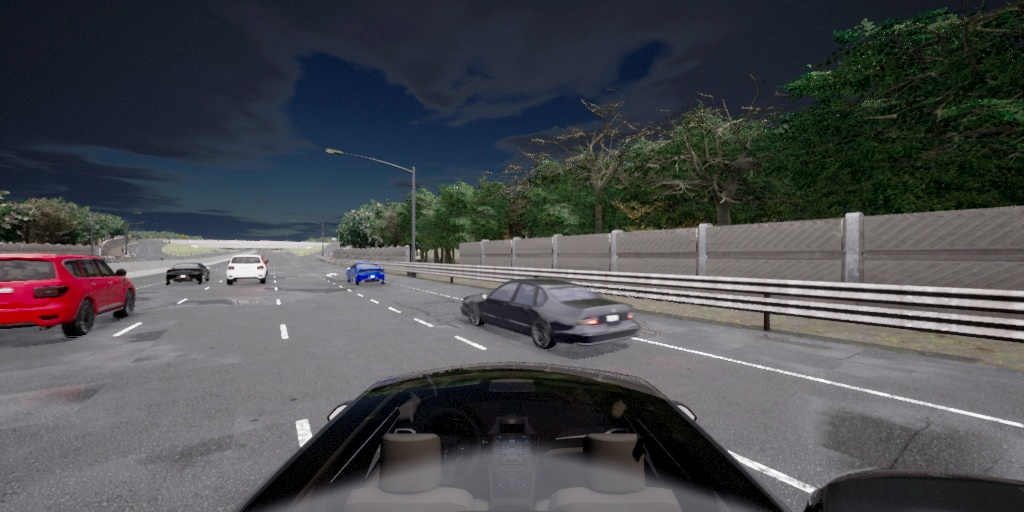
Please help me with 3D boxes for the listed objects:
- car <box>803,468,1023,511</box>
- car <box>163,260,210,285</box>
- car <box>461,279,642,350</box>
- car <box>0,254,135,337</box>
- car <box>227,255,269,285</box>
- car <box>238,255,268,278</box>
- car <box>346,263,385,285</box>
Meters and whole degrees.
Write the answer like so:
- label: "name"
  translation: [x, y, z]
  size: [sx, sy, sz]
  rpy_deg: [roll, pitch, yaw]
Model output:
- label: "car"
  translation: [2.986, 1.315, 0.431]
  size: [4.181, 1.385, 1.994]
  rpy_deg: [0, 0, 34]
- label: "car"
  translation: [-23.362, 1.204, 25.995]
  size: [1.882, 1.535, 5.008]
  rpy_deg: [0, 0, -34]
- label: "car"
  translation: [0.604, 1.294, 9.232]
  size: [2.033, 1.411, 5.357]
  rpy_deg: [0, 0, -34]
- label: "car"
  translation: [-12.337, 0.966, 9.613]
  size: [2.150, 2.045, 5.566]
  rpy_deg: [0, 0, -34]
- label: "car"
  translation: [-19.272, 0.950, 26.181]
  size: [2.150, 2.045, 5.566]
  rpy_deg: [0, 0, -34]
- label: "car"
  translation: [-25.264, 0.937, 35.137]
  size: [2.150, 2.045, 5.566]
  rpy_deg: [0, 0, -34]
- label: "car"
  translation: [-10.663, 1.212, 25.919]
  size: [1.882, 1.535, 5.008]
  rpy_deg: [0, 0, -34]
